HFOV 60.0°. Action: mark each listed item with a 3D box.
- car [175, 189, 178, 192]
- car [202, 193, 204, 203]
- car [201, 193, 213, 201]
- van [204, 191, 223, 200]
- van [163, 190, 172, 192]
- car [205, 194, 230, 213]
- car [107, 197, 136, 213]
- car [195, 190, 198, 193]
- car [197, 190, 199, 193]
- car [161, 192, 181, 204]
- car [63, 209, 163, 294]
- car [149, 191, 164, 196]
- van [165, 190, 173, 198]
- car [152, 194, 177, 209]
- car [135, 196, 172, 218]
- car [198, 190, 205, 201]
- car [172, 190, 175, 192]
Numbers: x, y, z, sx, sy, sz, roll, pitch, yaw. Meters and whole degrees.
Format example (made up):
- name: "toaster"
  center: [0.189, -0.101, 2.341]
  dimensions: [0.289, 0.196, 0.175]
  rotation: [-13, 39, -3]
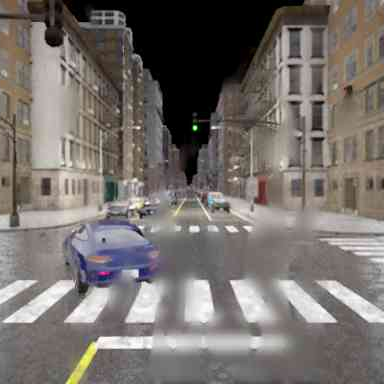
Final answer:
- name: "car"
  center: [-5.621, 0.524, 90.634]
  dimensions: [2.008, 1.369, 4.403]
  rotation: [0, 1, 0]
- name: "car"
  center: [2.563, 1.104, 41.998]
  dimensions: [1.802, 1.307, 4.206]
  rotation: [0, 1, 0]
- name: "car"
  center: [2.537, 0.904, 58.216]
  dimensions: [1.947, 1.339, 4.313]
  rotation: [0, 1, 0]
- name: "van"
  center: [2.572, 0.924, 36.589]
  dimensions: [1.690, 1.788, 3.998]
  rotation: [0, 1, 0]
- name: "van"
  center: [-5.560, 0.559, 69.008]
  dimensions: [1.690, 1.788, 3.998]
  rotation: [0, 1, 0]
- name: "car"
  center: [2.581, 1.195, 31.186]
  dimensions: [2.008, 1.369, 4.403]
  rotation: [0, 1, 0]
- name: "car"
  center: [-5.438, 1.258, 25.764]
  dimensions: [2.008, 1.369, 4.403]
  rotation: [0, 1, 0]
- name: "car"
  center: [2.493, 0.578, 85.245]
  dimensions: [1.887, 1.381, 4.507]
  rotation: [0, 1, 0]
- name: "car"
  center: [2.519, 0.740, 69.196]
  dimensions: [1.752, 1.417, 4.829]
  rotation: [0, 1, 0]
- name: "car"
  center: [-2.928, 1.054, 44.890]
  dimensions: [1.994, 1.385, 4.181]
  rotation: [0, 1, 0]
- name: "car"
  center: [-2.194, 1.418, 8.606]
  dimensions: [1.812, 1.442, 4.674]
  rotation: [0, 1, -26]
- name: "car"
  center: [-5.499, 0.902, 47.386]
  dimensions: [1.967, 1.590, 4.097]
  rotation: [0, 1, 0]
- name: "van"
  center: [-5.590, 0.437, 79.820]
  dimensions: [1.690, 1.788, 3.998]
  rotation: [0, 1, 0]
- name: "car"
  center: [-2.917, 1.203, 34.920]
  dimensions: [1.895, 1.301, 4.718]
  rotation: [0, 1, 0]
- name: "car"
  center: [-2.909, 1.267, 26.105]
  dimensions: [1.994, 1.385, 4.181]
  rotation: [0, 1, 0]
- name: "car"
  center: [2.546, 0.714, 52.807]
  dimensions: [2.192, 1.841, 5.009]
  rotation: [0, 1, 0]
- name: "car"
  center: [-5.575, 0.472, 74.413]
  dimensions: [2.192, 1.841, 5.009]
  rotation: [0, 1, 0]
